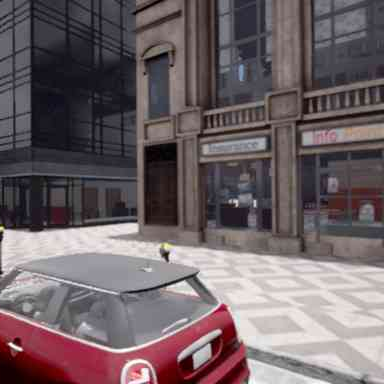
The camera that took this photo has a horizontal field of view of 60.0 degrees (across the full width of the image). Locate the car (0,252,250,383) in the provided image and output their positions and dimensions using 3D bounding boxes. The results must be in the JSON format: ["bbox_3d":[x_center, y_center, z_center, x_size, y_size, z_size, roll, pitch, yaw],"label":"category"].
[{"bbox_3d":[-1.490,1.474,4.031,4.097,1.590,1.967,-1,-1,36],"label":"car"}]
